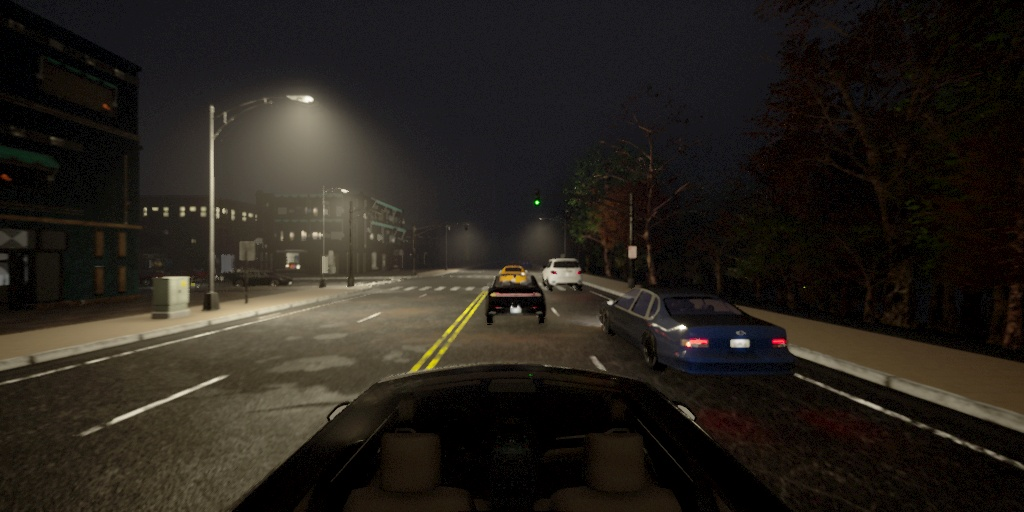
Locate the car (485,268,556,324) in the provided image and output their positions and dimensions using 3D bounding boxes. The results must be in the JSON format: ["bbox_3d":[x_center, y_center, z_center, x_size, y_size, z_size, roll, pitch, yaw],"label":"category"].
[{"bbox_3d":[0.102,1.344,12.481,2.128,1.511,4.902,0,-1,0],"label":"car"}]

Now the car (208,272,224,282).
[{"bbox_3d":[-28.276,1.907,37.262,4.403,1.370,2.007,0,0,0],"label":"car"}]

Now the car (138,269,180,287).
[{"bbox_3d":[-32.751,1.886,31.480,5.008,1.535,1.882,-1,0,0],"label":"car"}]

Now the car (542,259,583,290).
[{"bbox_3d":[3.353,1.191,24.460,2.150,2.045,5.566,0,0,0],"label":"car"}]

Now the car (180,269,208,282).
[{"bbox_3d":[-33.811,2.001,37.269,4.207,1.307,1.802,0,0,0],"label":"car"}]

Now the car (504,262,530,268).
[{"bbox_3d":[0.102,1.463,26.181,1.882,1.535,5.008,0,0,0],"label":"car"}]

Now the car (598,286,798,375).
[{"bbox_3d":[3.351,1.356,7.787,2.033,1.411,5.357,0,-1,0],"label":"car"}]

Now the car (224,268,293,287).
[{"bbox_3d":[-19.944,1.828,28.749,4.313,1.339,1.948,0,0,0],"label":"car"}]
